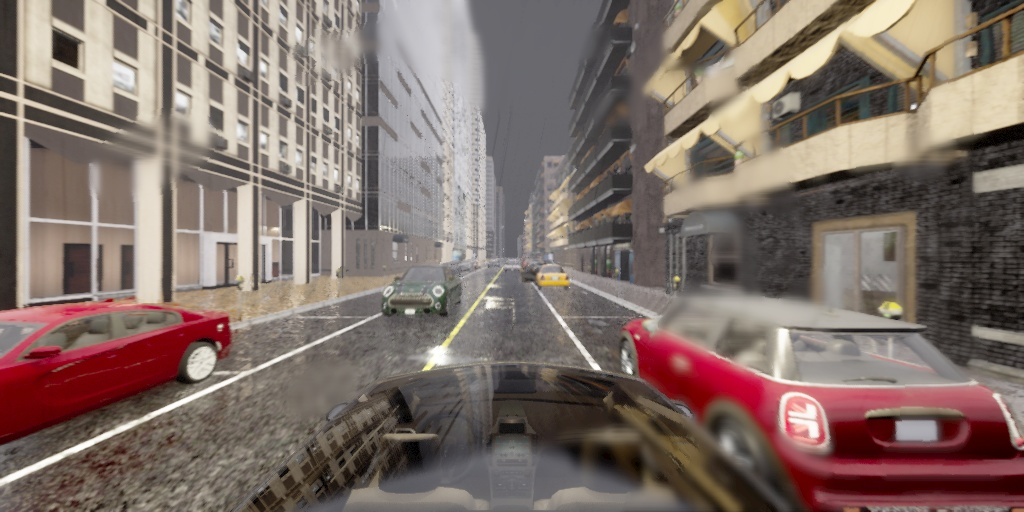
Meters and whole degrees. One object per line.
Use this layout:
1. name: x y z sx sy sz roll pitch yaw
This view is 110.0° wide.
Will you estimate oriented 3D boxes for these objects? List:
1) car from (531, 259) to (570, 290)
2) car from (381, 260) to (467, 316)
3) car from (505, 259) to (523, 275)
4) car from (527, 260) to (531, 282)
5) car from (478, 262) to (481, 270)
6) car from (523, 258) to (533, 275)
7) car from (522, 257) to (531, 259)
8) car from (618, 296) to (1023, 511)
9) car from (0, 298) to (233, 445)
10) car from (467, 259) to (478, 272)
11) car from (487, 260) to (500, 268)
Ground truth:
1. car: 2.359 1.190 22.169 1.801 1.575 5.366 0 0 0
2. car: -3.095 1.093 13.143 2.097 1.767 4.553 0 0 0
3. car: 0.062 1.324 44.517 1.895 1.301 4.718 0 0 1
4. car: 2.703 1.293 32.566 1.948 1.339 4.313 0 0 0
5. car: -5.672 1.162 49.515 1.967 1.591 4.097 0 0 0
6. car: 2.707 1.273 43.863 2.007 1.370 4.403 0 0 0
7. car: 2.711 1.161 55.159 1.967 1.591 4.097 0 0 0
8. car: 2.692 1.187 4.324 1.967 1.591 4.097 0 0 0
9. car: -5.689 1.293 4.327 1.888 1.381 4.507 0 0 0
10. car: -5.673 1.274 43.865 2.007 1.370 4.403 0 0 0
11. car: -2.982 1.287 60.144 1.994 1.385 4.181 0 0 0
